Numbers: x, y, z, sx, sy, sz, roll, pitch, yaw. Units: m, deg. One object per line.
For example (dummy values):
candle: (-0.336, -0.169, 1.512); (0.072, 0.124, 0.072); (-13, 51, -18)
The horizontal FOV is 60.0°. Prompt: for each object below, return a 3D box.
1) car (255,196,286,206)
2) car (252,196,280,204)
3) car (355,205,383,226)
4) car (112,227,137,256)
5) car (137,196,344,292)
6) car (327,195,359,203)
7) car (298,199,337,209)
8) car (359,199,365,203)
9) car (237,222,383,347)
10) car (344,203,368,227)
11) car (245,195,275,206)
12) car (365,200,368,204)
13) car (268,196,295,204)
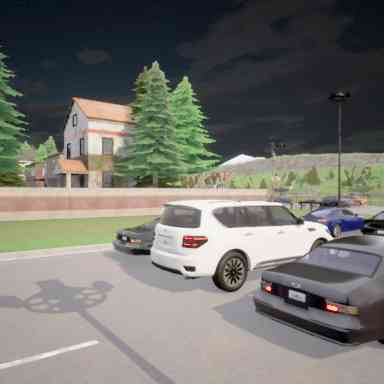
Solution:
car: (13.378, 1.474, 56.920); (1.882, 1.535, 5.008); (0, 0, -36)
car: (13.786, 1.489, 62.376); (2.128, 1.511, 4.902); (0, 0, -35)
car: (9.660, 1.476, 14.926); (5.008, 1.535, 1.882); (0, 0, -35)
car: (-0.151, 1.547, 12.231); (5.357, 1.411, 2.033); (0, 0, -36)
car: (1.569, 1.221, 9.166); (5.566, 2.045, 2.150); (0, 0, -36)
car: (20.495, 1.349, 47.088); (2.097, 1.767, 4.553); (0, 0, -36)
car: (17.166, 1.598, 45.692); (1.895, 1.301, 4.718); (0, 0, -36)
car: (22.738, 1.522, 49.953); (1.812, 1.442, 4.674); (0, 0, -36)
car: (3.549, 1.547, 6.277); (5.357, 1.411, 2.033); (0, 0, -36)
car: (7.652, 1.524, 17.793); (4.674, 1.442, 1.812); (0, 0, -35)
car: (10.981, 1.348, 54.258); (2.097, 1.767, 4.553); (0, 0, -36)
car: (25.249, 1.348, 52.440); (2.097, 1.767, 4.553); (0, 0, -36)
car: (17.074, 1.474, 63.828); (1.882, 1.535, 5.008); (0, 0, -35)
